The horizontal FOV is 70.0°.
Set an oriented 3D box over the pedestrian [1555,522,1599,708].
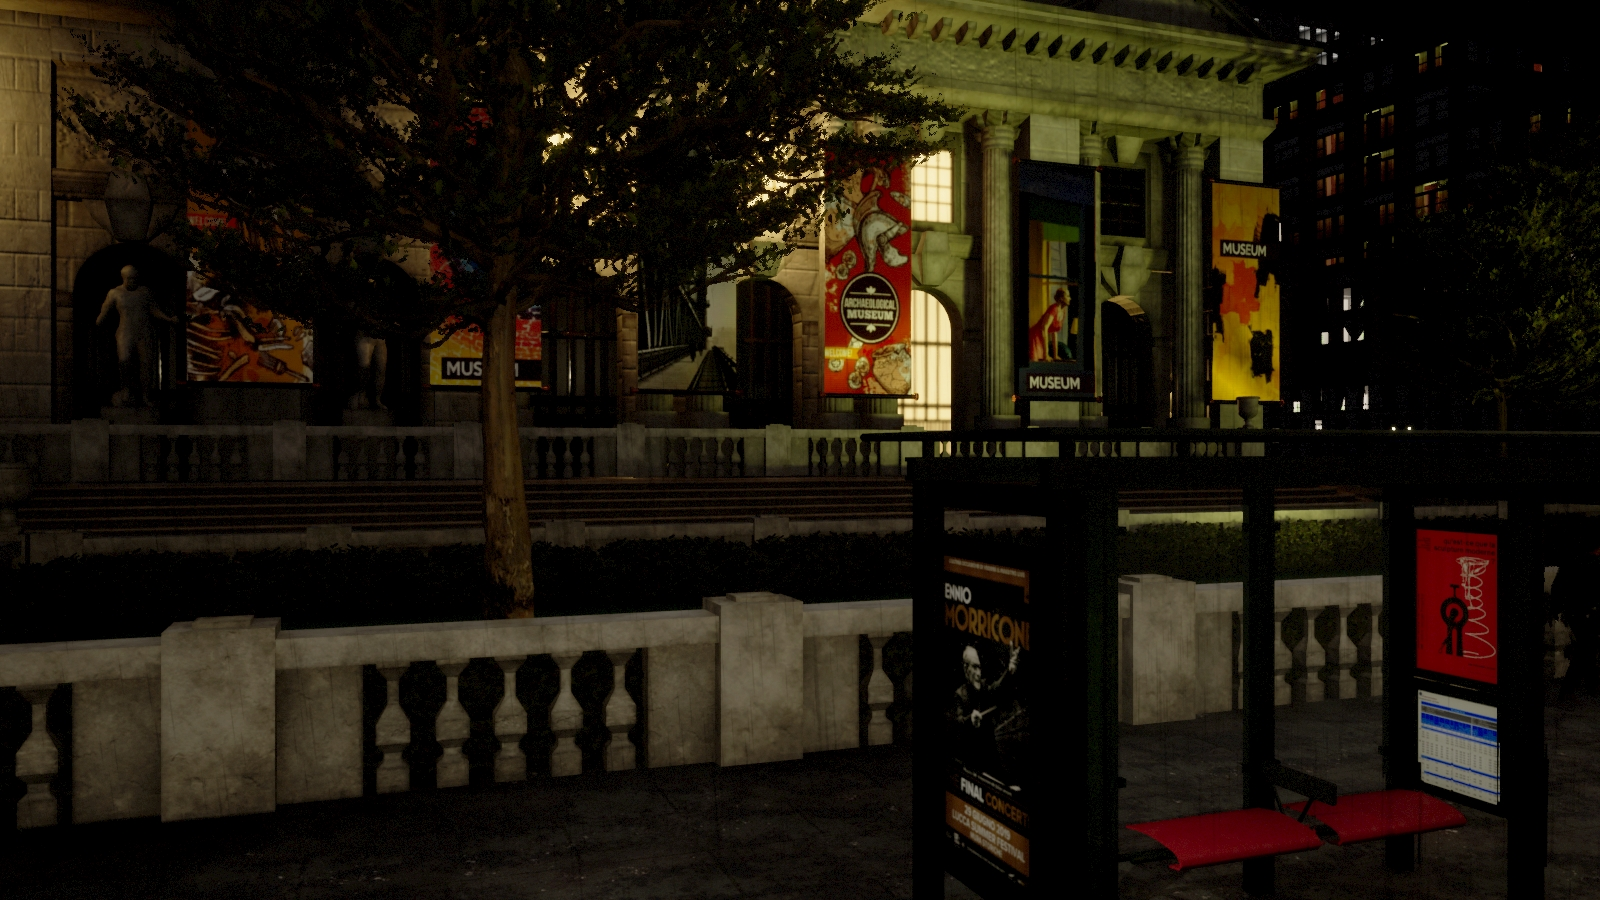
[{"bbox_3d":[8.168,1.698,11.885,0.375,1.860,0.375,0,0,-25],"label":"pedestrian"}]
